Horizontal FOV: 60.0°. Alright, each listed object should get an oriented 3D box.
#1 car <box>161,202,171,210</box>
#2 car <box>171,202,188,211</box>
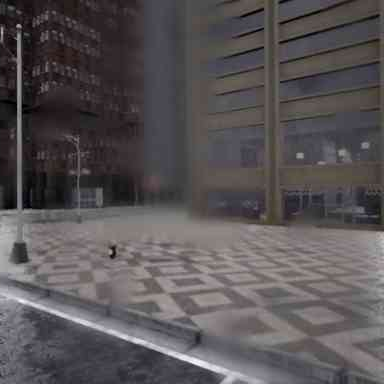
[{"bbox_3d":[-3.781,2.584,62.099,2.128,1.511,4.902,-1,-1,35],"label":"car"},{"bbox_3d":[-1.166,2.590,60.167,1.812,1.442,4.674,-1,-1,35],"label":"car"}]
